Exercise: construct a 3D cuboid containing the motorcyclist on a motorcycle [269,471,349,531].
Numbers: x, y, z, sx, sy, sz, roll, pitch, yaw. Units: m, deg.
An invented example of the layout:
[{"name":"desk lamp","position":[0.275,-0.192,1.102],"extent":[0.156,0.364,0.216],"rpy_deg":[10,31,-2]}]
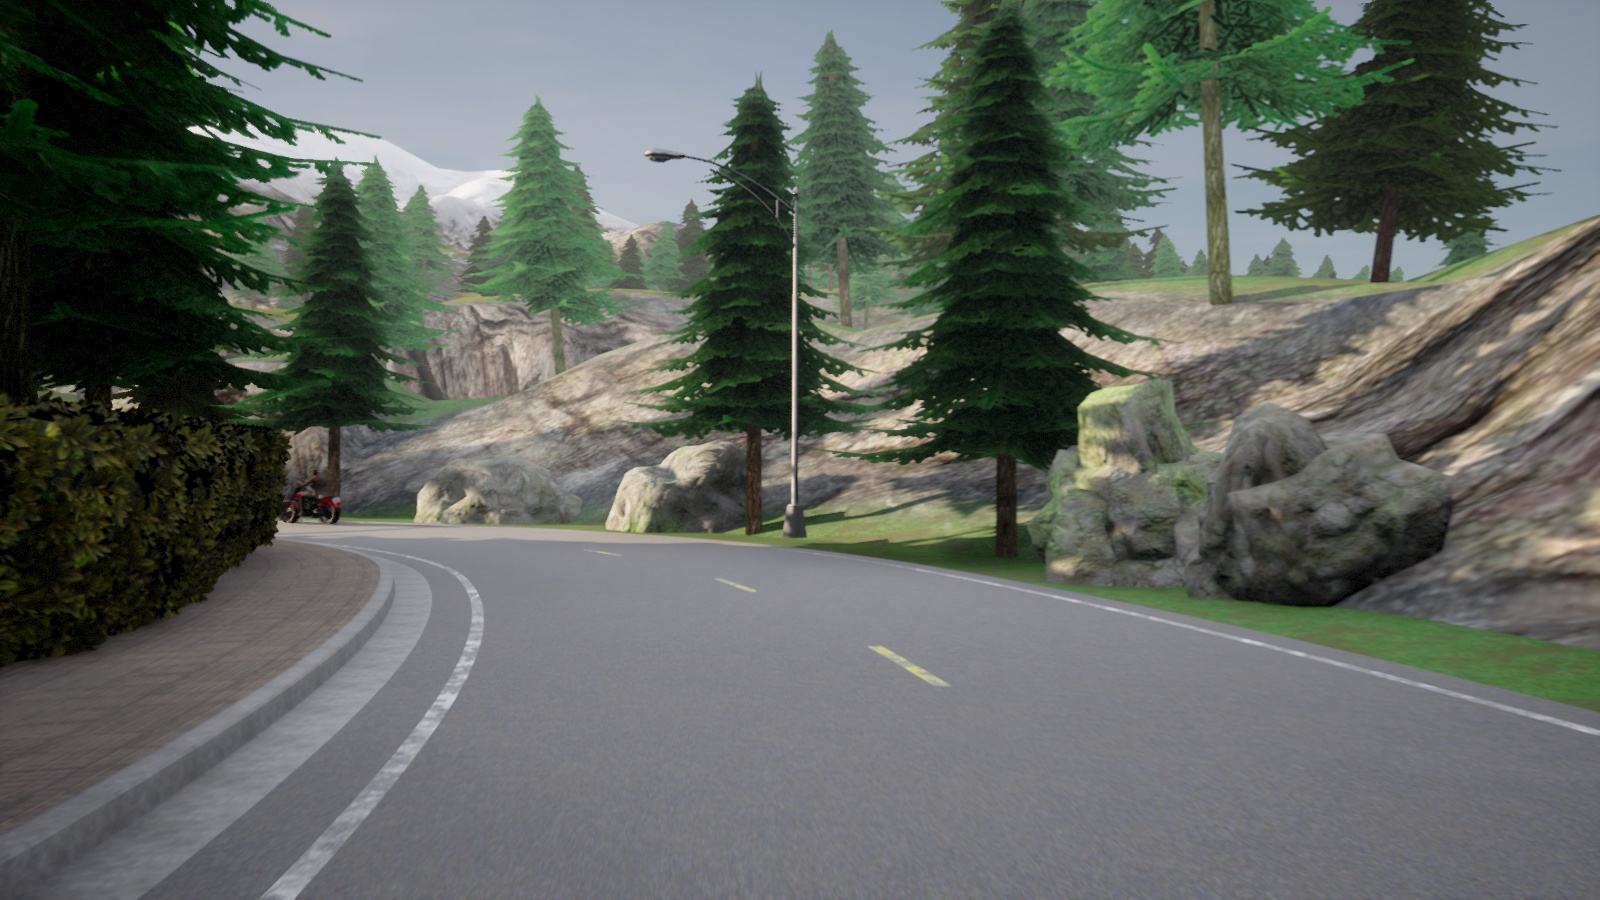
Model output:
[{"name":"motorcyclist on a motorcycle","position":[-13.947,1.426,35.655],"extent":[2.350,1.649,0.766],"rpy_deg":[-1,-1,28]}]
